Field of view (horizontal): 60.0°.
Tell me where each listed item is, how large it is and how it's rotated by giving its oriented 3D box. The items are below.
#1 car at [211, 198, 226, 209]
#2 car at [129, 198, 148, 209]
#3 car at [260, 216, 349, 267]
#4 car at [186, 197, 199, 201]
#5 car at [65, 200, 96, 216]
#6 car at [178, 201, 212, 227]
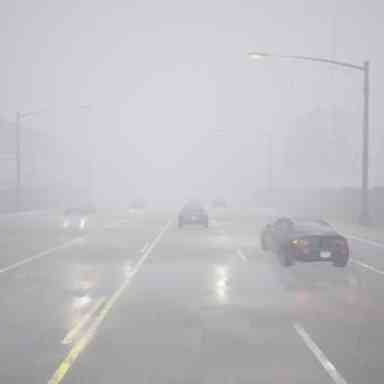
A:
[{"bbox_3d":[3.578,1.462,45.207,2.033,1.411,5.357,0,1,0],"label":"car"},{"bbox_3d":[-7.072,1.466,44.635,2.033,1.411,5.357,0,1,1],"label":"car"},{"bbox_3d":[3.594,1.520,11.255,1.812,1.442,4.674,0,0,0],"label":"car"},{"bbox_3d":[0.077,1.416,49.210,2.033,1.411,5.357,0,1,0],"label":"car"},{"bbox_3d":[-10.588,1.508,31.904,1.812,1.442,4.674,0,0,0],"label":"car"},{"bbox_3d":[0.089,1.552,22.536,1.994,1.385,4.181,0,0,0],"label":"car"}]
